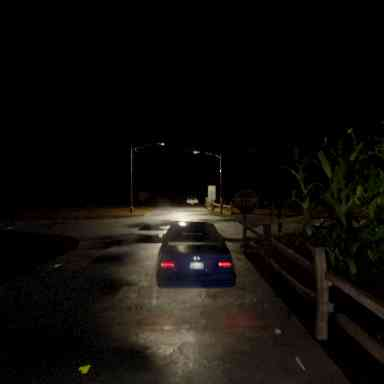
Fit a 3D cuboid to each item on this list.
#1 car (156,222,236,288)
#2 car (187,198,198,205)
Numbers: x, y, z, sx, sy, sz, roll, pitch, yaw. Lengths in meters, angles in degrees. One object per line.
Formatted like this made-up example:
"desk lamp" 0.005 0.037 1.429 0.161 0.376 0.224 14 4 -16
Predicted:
"car" 0.007 1.563 9.341 2.033 1.411 5.357 0 0 -2
"car" 0.066 1.667 58.905 1.895 1.301 4.718 0 0 0
